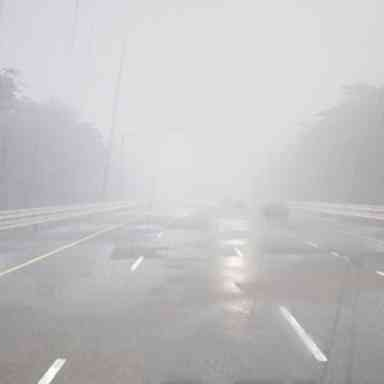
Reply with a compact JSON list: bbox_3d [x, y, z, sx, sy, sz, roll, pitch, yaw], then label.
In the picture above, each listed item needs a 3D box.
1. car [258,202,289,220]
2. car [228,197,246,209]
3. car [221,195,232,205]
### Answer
[{"bbox_3d":[7.053,1.616,29.064,2.128,1.511,4.902,0,0,0],"label":"car"},{"bbox_3d":[7.155,1.887,51.206,1.994,1.385,4.181,0,-1,0],"label":"car"},{"bbox_3d":[7.280,1.721,69.618,2.150,2.045,5.566,0,-1,0],"label":"car"}]
